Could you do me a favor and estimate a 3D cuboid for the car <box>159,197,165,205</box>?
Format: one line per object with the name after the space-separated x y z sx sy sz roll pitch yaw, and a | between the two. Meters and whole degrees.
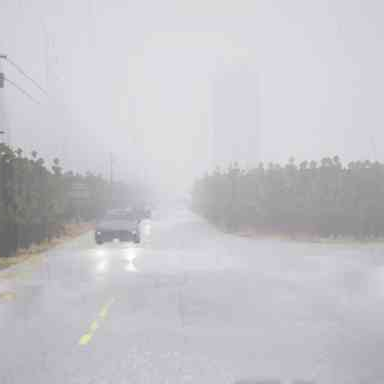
-5.705 1.548 55.966 1.994 1.385 4.181 0 0 2 | car

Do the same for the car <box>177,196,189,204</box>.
-1.796 1.506 65.697 1.812 1.442 4.674 0 0 4 | car

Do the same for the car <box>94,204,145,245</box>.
-3.445 1.543 15.900 2.033 1.411 5.357 0 0 -9 | car

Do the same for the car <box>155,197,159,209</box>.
-5.514 1.552 41.440 1.994 1.385 4.181 0 0 -3 | car

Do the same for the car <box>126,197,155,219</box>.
-4.563 1.343 28.746 2.097 1.767 4.553 0 0 -5 | car
